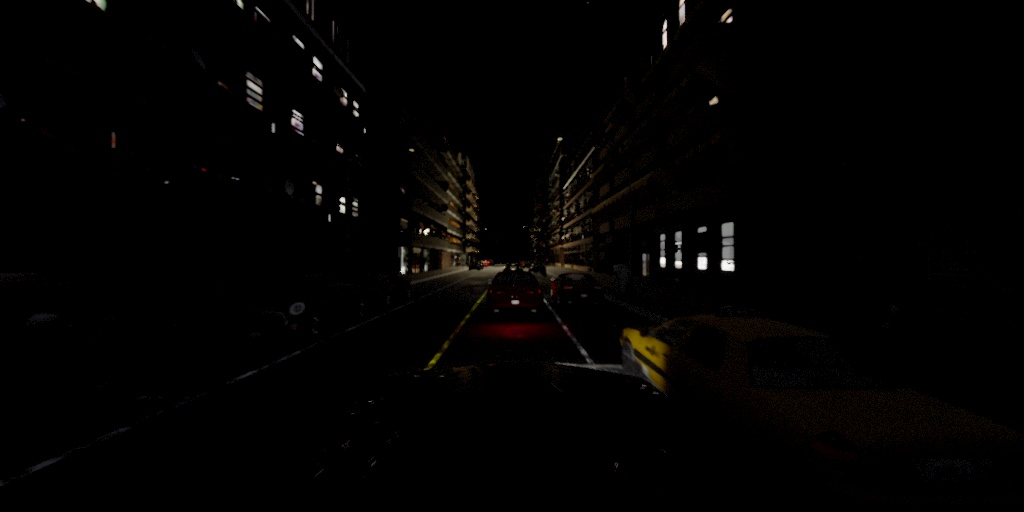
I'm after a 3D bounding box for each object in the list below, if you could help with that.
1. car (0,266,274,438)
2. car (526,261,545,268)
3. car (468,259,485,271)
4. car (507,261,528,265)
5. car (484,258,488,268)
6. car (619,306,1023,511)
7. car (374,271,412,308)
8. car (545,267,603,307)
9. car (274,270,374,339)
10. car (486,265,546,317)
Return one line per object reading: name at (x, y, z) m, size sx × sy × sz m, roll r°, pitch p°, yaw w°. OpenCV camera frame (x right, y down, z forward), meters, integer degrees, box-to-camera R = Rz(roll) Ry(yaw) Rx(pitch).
car at (-5.691, 1.076, 4.336) m, size 2.192 × 1.841 × 5.009 m, roll 0°, pitch 0°, yaw 0°
car at (2.697, 1.454, 38.147) m, size 2.007 × 1.370 × 4.403 m, roll 0°, pitch 0°, yaw 0°
car at (-5.680, 1.523, 55.061) m, size 2.007 × 1.370 × 4.403 m, roll 0°, pitch 0°, yaw 0°
car at (0.107, 1.424, 31.721) m, size 2.033 × 1.411 × 5.357 m, roll 0°, pitch 0°, yaw 0°
car at (-5.679, 1.546, 60.698) m, size 2.007 × 1.370 × 4.403 m, roll 0°, pitch 0°, yaw 0°
car at (2.690, 1.287, 4.500) m, size 1.751 × 1.417 × 4.829 m, roll 0°, pitch 0°, yaw 0°
car at (-5.688, 1.354, 15.609) m, size 1.888 × 1.381 × 4.507 m, roll 0°, pitch 0°, yaw 0°
car at (2.692, 1.354, 15.602) m, size 1.888 × 1.381 × 4.507 m, roll 0°, pitch 0°, yaw 0°
car at (-5.690, 1.225, 9.971) m, size 1.967 × 1.591 × 4.097 m, roll 0°, pitch 0°, yaw 0°
car at (0.103, 1.278, 13.556) m, size 1.882 × 1.535 × 5.008 m, roll 0°, pitch 0°, yaw 0°
